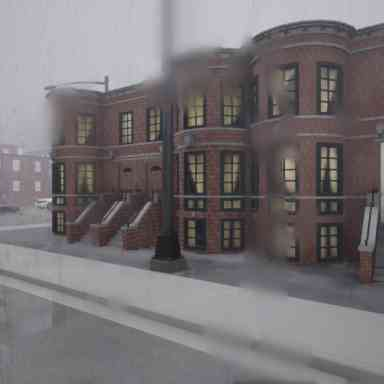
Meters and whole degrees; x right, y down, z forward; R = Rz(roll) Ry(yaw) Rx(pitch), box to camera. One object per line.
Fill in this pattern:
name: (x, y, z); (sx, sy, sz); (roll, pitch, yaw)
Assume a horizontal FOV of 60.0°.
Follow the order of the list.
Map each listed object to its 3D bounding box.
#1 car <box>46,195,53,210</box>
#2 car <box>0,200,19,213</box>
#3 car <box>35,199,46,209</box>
car: (-14.965, 1.478, 41.438); (1.882, 1.535, 5.008); (0, 0, 36)
car: (-20.128, 1.564, 34.224); (1.994, 1.385, 4.181); (0, 0, 36)
car: (-17.594, 1.221, 43.777); (2.150, 2.045, 5.566); (0, 0, 36)
